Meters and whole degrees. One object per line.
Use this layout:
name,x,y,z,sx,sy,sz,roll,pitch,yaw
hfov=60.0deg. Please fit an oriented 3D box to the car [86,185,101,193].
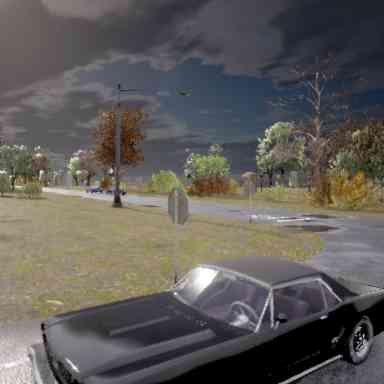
car,-17.569,-0.514,59.852,1.812,1.442,4.674,0,2,-36

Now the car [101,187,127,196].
car,-12.017,-0.132,52.070,1.895,1.301,4.718,0,2,-36

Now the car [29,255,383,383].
car,0.580,1.615,4.261,4.718,1.301,1.895,0,0,-35
